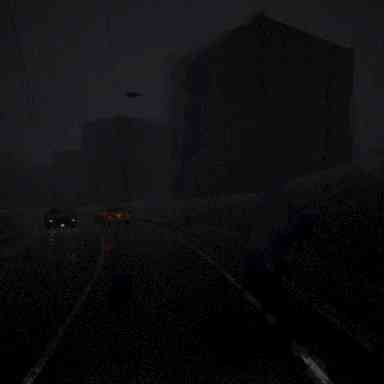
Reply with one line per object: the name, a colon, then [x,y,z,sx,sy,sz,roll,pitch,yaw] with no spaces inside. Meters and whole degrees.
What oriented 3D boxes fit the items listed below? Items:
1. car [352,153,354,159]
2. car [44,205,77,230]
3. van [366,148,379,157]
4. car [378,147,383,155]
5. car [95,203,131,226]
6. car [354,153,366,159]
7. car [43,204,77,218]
car: [32.025,-6.541,64.965,2.435,2.045,5.566,0,2,8]
car: [-9.449,1.801,23.700,2.033,1.411,5.357,-1,-1,-26]
van: [30.540,-6.189,53.939,1.878,1.987,4.442,0,2,8]
car: [29.819,-5.795,48.599,2.231,1.521,4.892,0,2,8]
car: [-6.003,1.624,24.753,1.801,1.575,5.366,-1,-1,-25]
car: [31.293,-6.092,59.537,2.002,1.452,4.674,0,2,8]
car: [-15.837,2.222,39.706,2.033,1.411,5.357,-2,-1,-42]
